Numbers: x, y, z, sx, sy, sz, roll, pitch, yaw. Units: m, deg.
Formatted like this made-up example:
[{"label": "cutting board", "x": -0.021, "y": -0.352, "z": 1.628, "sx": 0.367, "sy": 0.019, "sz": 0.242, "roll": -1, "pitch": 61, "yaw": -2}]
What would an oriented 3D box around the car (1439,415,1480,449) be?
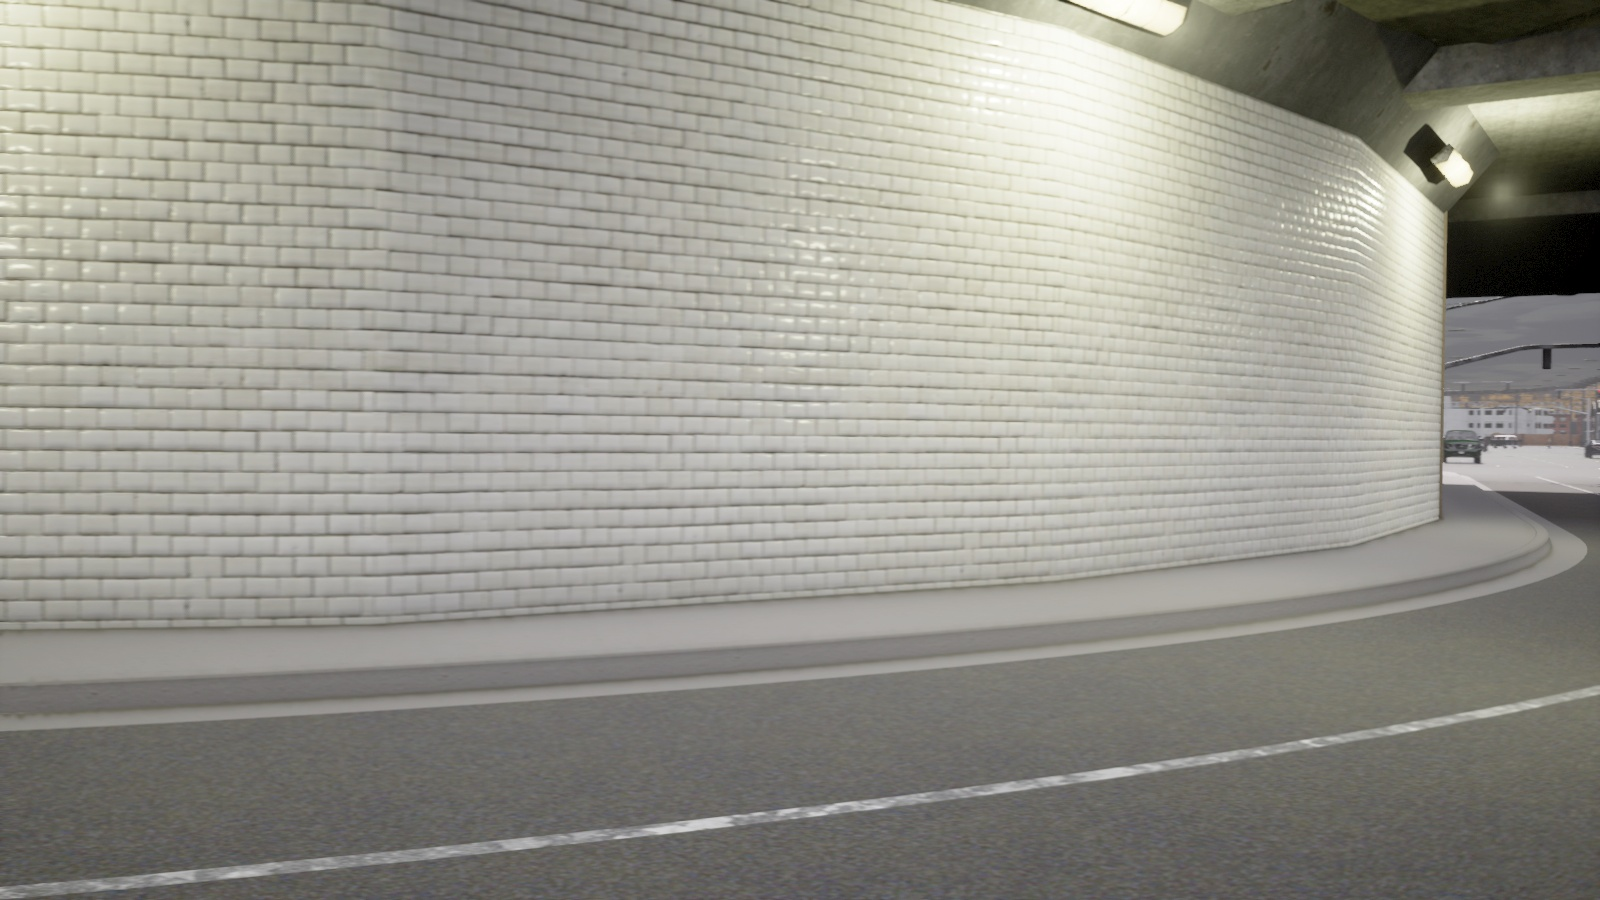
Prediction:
[{"label": "car", "x": 40.862, "y": -1.117, "z": 77.864, "sx": 2.150, "sy": 2.045, "sz": 5.566, "roll": 0, "pitch": 1, "yaw": 27}]
